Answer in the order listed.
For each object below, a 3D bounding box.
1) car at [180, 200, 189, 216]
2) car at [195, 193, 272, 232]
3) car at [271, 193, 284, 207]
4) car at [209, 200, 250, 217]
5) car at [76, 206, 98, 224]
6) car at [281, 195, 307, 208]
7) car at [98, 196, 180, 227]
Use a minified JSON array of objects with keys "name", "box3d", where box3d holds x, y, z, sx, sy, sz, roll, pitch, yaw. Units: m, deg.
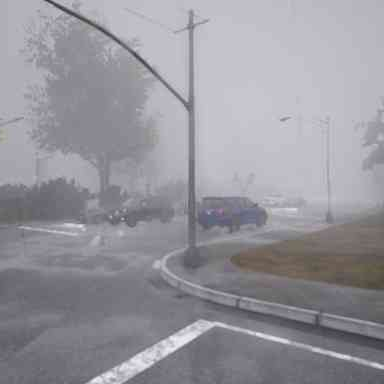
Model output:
[{"name":"car","box3d":[-0.644,1.593,33.637,2.128,1.511,4.902,0,0,38]},{"name":"car","box3d":[2.619,1.279,20.691,2.150,2.045,5.566,0,0,39]},{"name":"car","box3d":[12.606,1.218,51.011,2.150,2.045,5.566,0,0,36]},{"name":"car","box3d":[3.893,1.580,33.747,1.837,1.490,4.892,0,-1,38]},{"name":"car","box3d":[-6.830,1.679,25.852,1.994,1.385,4.181,0,0,39]},{"name":"car","box3d":[15.390,1.467,48.896,2.128,1.511,4.902,0,0,36]},{"name":"car","box3d":[-3.664,1.316,24.208,2.150,2.045,5.566,0,0,39]}]
